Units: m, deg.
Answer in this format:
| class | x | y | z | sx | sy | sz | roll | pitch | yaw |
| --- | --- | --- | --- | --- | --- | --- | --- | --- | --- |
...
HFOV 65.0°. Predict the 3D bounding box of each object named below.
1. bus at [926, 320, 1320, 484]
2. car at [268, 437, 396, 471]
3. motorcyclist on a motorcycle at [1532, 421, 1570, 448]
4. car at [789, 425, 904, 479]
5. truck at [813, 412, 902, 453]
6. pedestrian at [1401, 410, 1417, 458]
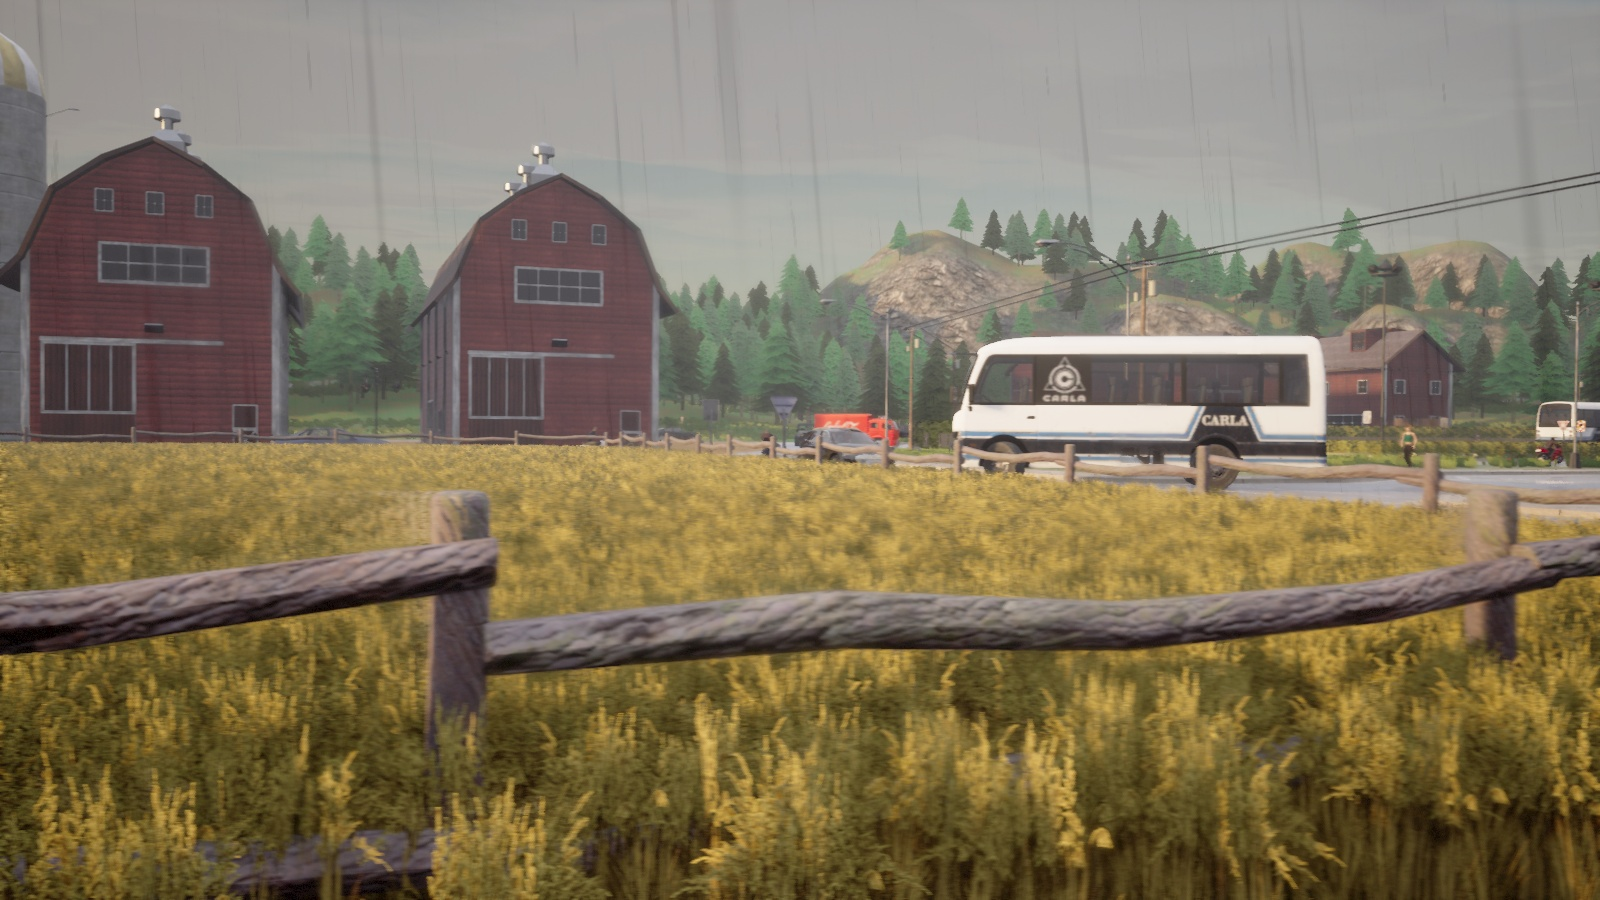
| class | x | y | z | sx | sy | sz | roll | pitch | yaw |
| --- | --- | --- | --- | --- | --- | --- | --- | --- | --- |
| bus | 8.900 | -1.270 | 35.756 | 10.273 | 4.253 | 3.944 | 0 | 1 | 10 |
| car | -21.344 | 0.147 | 57.270 | 5.357 | 1.411 | 2.033 | -1 | 1 | -24 |
| motorcyclist on a motorcycle | 42.821 | -0.890 | 71.584 | 2.044 | 1.523 | 0.797 | -1 | 1 | -21 |
| car | 1.449 | 0.030 | 41.351 | 2.033 | 1.649 | 4.856 | -1 | 1 | -21 |
| truck | 3.648 | -1.116 | 78.844 | 5.204 | 2.467 | 2.627 | 0 | 2 | 11 |
| pedestrian | 23.333 | -0.607 | 48.109 | 0.594 | 1.836 | 0.345 | -1 | 1 | -40 |
